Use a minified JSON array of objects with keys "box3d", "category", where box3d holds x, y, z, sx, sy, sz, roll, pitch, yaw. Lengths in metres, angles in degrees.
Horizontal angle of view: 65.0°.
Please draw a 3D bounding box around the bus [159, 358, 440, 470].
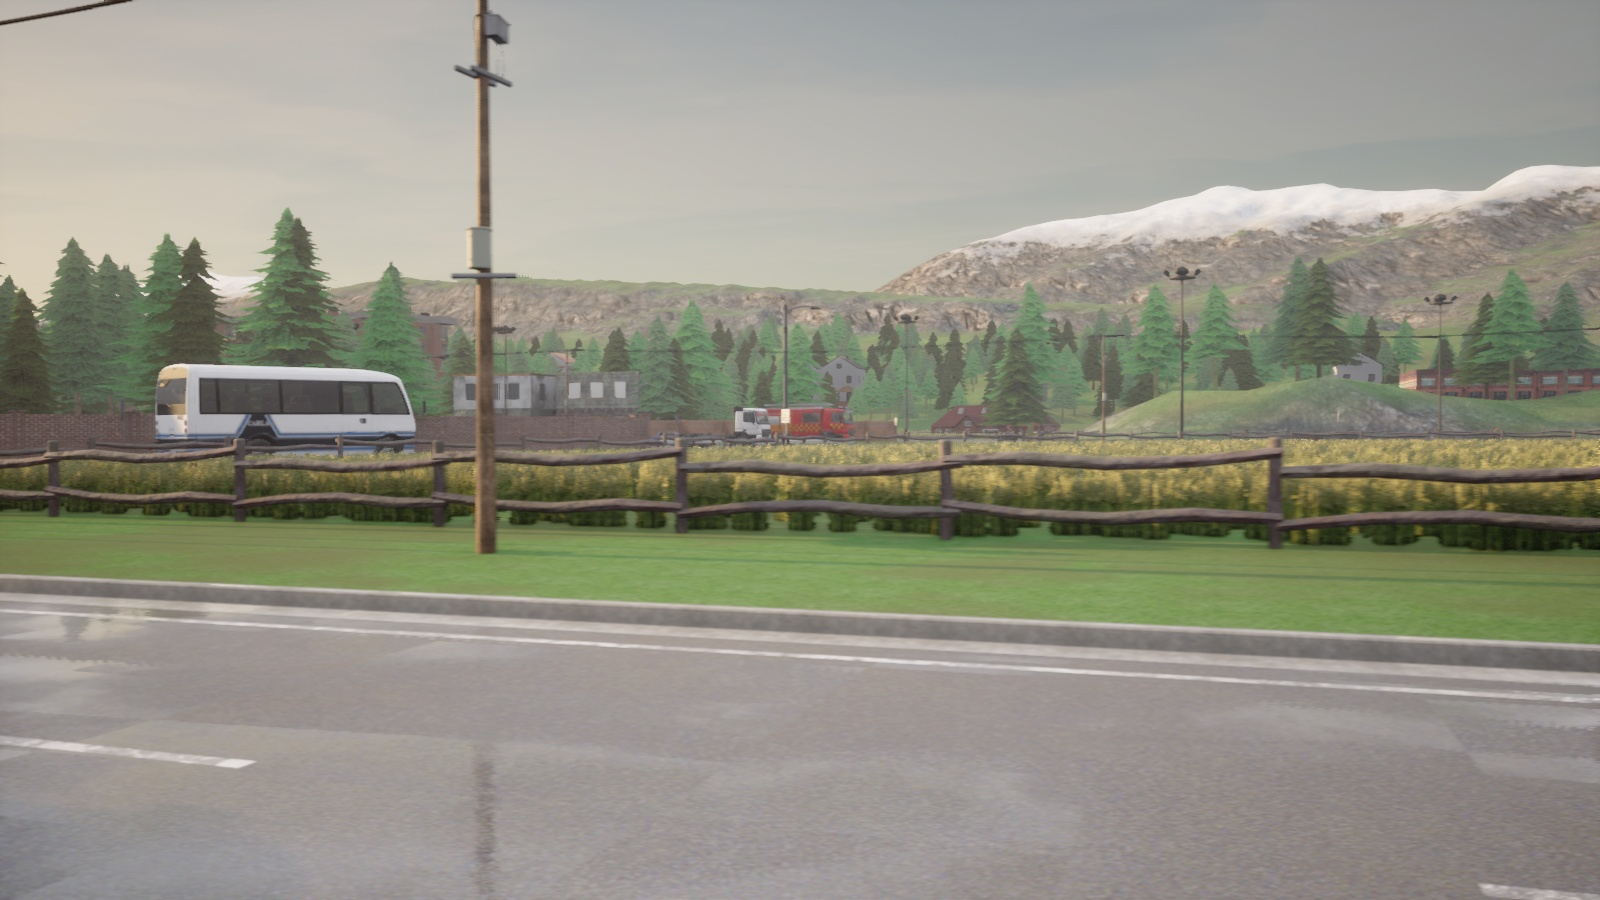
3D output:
[{"box3d":[-20.768,-1.474,52.843,3.944,4.253,10.273,1,2,42],"category":"bus"}]
